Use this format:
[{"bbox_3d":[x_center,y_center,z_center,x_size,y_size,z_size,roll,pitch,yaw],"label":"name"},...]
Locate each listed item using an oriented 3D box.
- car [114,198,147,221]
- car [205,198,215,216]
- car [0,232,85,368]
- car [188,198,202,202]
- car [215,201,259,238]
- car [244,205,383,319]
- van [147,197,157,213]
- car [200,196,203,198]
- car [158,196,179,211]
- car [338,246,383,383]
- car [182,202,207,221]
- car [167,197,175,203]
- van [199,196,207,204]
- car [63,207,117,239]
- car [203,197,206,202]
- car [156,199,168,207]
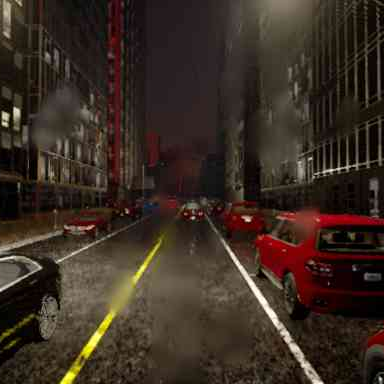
[{"bbox_3d":[-5.681,1.548,29.571,2.192,1.841,5.009,1,0,0],"label":"car"},{"bbox_3d":[2.695,1.718,35.254,1.967,1.590,4.097,1,0,0],"label":"car"},{"bbox_3d":[-3.102,1.522,3.731,2.128,1.511,4.902,0,0,0],"label":"car"},{"bbox_3d":[0.084,1.880,44.976,1.812,1.442,4.674,0,-1,0],"label":"car"},{"bbox_3d":[2.702,1.461,18.524,2.192,1.841,5.009,1,0,0],"label":"car"},{"bbox_3d":[2.705,1.374,7.370,2.192,1.841,5.009,1,0,0],"label":"car"},{"bbox_3d":[-5.693,1.662,40.722,1.690,1.788,3.998,1,0,0],"label":"van"},{"bbox_3d":[2.685,2.071,68.886,1.752,1.417,4.829,1,0,0],"label":"car"},{"bbox_3d":[-3.093,1.597,47.331,2.150,2.045,5.566,0,-1,0],"label":"car"},{"bbox_3d":[2.704,1.455,1.791,1.967,1.590,4.097,1,0,0],"label":"car"},{"bbox_3d":[0.091,1.829,29.059,1.895,1.301,4.718,0,0,0],"label":"car"},{"bbox_3d":[-5.666,2.163,90.896,1.967,1.590,4.097,1,0,0],"label":"car"},{"bbox_3d":[2.685,1.976,79.872,1.690,1.788,3.998,1,0,0],"label":"van"},{"bbox_3d":[-5.683,1.727,18.420,1.802,1.307,4.206,1,0,0],"label":"car"},{"bbox_3d":[2.694,1.762,40.831,1.967,1.590,4.097,1,0,0],"label":"car"},{"bbox_3d":[-5.662,2.065,63.020,1.947,1.339,4.313,1,0,0],"label":"car"}]
